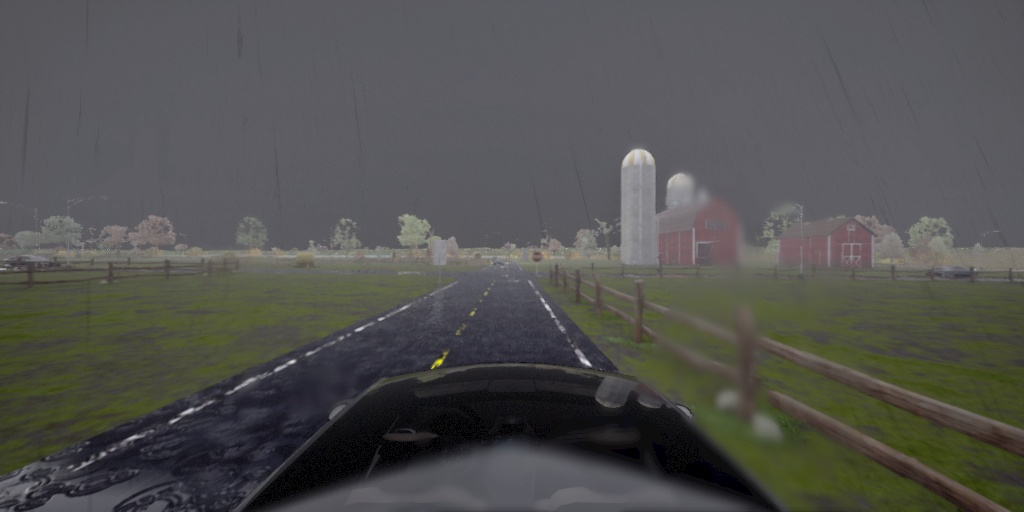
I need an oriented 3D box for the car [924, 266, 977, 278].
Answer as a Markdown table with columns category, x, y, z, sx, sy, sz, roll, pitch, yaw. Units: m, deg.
| category | x | y | z | sx | sy | sz | roll | pitch | yaw |
| --- | --- | --- | --- | --- | --- | --- | --- | --- | --- |
| car | 49.235 | 1.771 | 40.313 | 4.181 | 1.385 | 1.994 | 1 | 1 | 1 |
